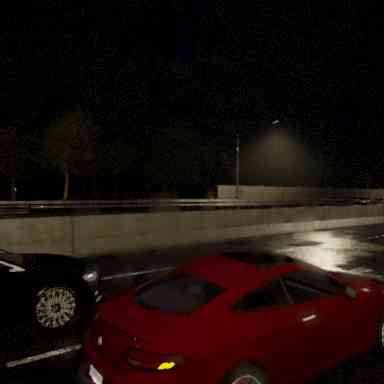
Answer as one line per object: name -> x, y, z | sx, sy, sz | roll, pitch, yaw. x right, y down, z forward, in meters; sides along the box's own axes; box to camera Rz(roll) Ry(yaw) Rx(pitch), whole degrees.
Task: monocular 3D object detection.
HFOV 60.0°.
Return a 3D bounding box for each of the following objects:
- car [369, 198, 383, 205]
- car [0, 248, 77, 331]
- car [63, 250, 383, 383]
car -> 32.393, 1.712, 57.099 | 5.008, 1.535, 1.882 | 0, 0, -35
car -> -3.919, 1.491, 5.251 | 4.902, 1.511, 2.128 | 0, 0, -35
car -> 0.975, 1.535, 4.442 | 4.674, 1.442, 1.812 | 0, 0, -36
